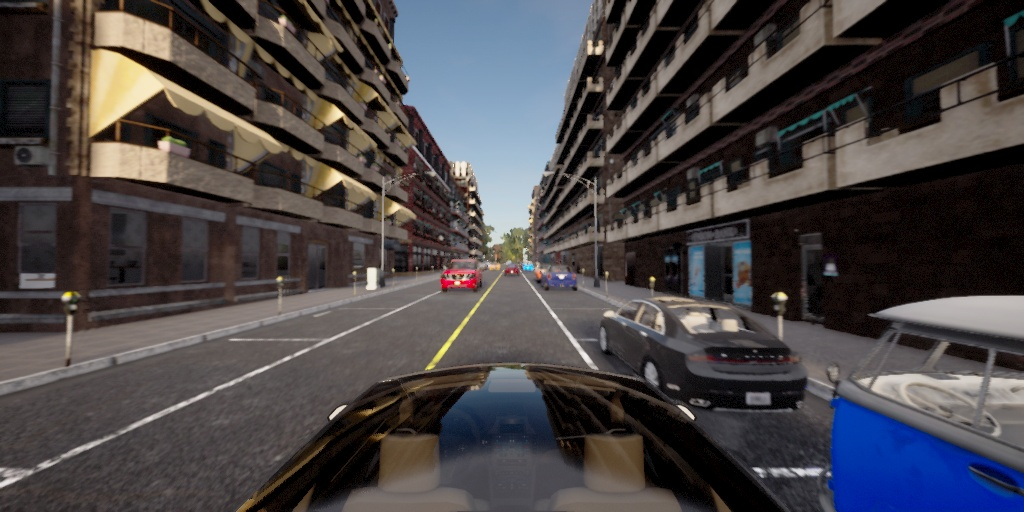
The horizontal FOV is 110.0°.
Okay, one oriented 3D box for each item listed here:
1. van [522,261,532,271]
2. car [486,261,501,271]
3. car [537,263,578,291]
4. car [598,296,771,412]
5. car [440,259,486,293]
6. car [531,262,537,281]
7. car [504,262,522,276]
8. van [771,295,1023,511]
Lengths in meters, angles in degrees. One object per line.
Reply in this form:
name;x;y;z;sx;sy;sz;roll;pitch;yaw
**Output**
van;2.685;1.745;61.811;1.690;1.789;3.998;0;0;0
car;-3.034;1.907;64.395;1.882;1.535;5.008;0;-1;1
car;3.109;1.351;24.537;2.097;1.767;4.553;0;-1;0
car;2.691;1.348;6.103;2.007;1.370;4.403;0;0;0
car;-3.103;1.204;23.152;2.150;2.045;5.566;0;-1;0
car;3.108;1.427;31.538;2.097;1.767;4.553;0;-1;0
car;0.030;1.741;44.283;1.812;1.442;4.674;0;-1;1
van;2.692;1.078;0.532;1.690;1.789;3.998;0;0;0
